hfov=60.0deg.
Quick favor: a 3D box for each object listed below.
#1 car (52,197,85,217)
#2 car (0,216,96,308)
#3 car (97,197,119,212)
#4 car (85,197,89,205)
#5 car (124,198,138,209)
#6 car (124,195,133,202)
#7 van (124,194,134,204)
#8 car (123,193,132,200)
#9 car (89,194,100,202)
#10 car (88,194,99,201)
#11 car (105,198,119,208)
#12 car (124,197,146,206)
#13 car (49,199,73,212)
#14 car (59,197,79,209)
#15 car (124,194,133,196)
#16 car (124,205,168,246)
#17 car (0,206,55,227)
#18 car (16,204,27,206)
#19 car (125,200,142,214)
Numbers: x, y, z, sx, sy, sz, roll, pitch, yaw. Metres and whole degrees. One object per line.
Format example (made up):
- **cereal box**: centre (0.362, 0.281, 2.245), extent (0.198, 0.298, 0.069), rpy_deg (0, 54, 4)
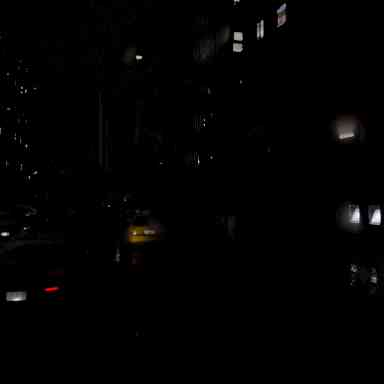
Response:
- **car**: centre (-10.771, 1.495, 28.656), extent (1.882, 1.535, 5.008), rpy_deg (0, 0, -11)
- **car**: centre (-3.314, 1.531, 7.678), extent (1.812, 1.442, 4.674), rpy_deg (0, 0, -12)
- **car**: centre (-9.830, 1.583, 39.735), extent (1.994, 1.385, 4.181), rpy_deg (0, 0, -11)
- **car**: centre (-19.175, 1.566, 56.726), extent (1.887, 1.381, 4.507), rpy_deg (1, 0, -12)
- **car**: centre (-8.749, 1.584, 47.606), extent (1.947, 1.339, 4.313), rpy_deg (1, 0, -12)
- **car**: centre (-14.316, 1.457, 74.745), extent (1.967, 1.590, 4.097), rpy_deg (1, 0, -12)
- **van**: centre (-12.086, 1.359, 63.890), extent (1.690, 1.788, 3.998), rpy_deg (1, 0, -12)
- **car**: centre (-17.656, 1.327, 91.028), extent (2.192, 1.841, 5.009), rpy_deg (1, 0, -12)
- **car**: centre (-23.631, 1.570, 78.436), extent (2.008, 1.369, 4.403), rpy_deg (1, 0, -12)
- **car**: centre (-24.740, 1.333, 83.864), extent (2.192, 1.841, 5.009), rpy_deg (1, 0, -12)
- **car**: centre (-11.880, 1.620, 49.521), extent (1.895, 1.301, 4.718), rpy_deg (0, 0, -11)
- **car**: centre (-4.291, 1.454, 25.897), extent (1.967, 1.590, 4.097), rpy_deg (1, 0, -12)
- **car**: centre (-15.834, 1.566, 40.444), extent (1.887, 1.381, 4.507), rpy_deg (1, 0, -12)
- **car**: centre (-16.946, 1.462, 45.872), extent (1.967, 1.590, 4.097), rpy_deg (1, 0, -12)
- **car**: centre (-10.975, 1.458, 58.463), extent (1.967, 1.590, 4.097), rpy_deg (1, 0, -12)
- **car**: centre (-2.100, 1.534, 15.208), extent (1.752, 1.417, 4.829), rpy_deg (1, 0, -12)
- **car**: centre (-8.130, 1.576, 15.742), extent (1.994, 1.385, 4.181), rpy_deg (0, 0, -11)
- **car**: centre (-12.458, 1.543, 23.995), extent (1.752, 1.417, 4.829), rpy_deg (1, 0, -12)
- **car**: centre (-6.522, 1.599, 36.752), extent (1.802, 1.307, 4.206), rpy_deg (1, 0, -12)
